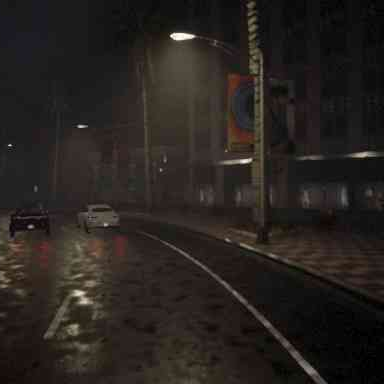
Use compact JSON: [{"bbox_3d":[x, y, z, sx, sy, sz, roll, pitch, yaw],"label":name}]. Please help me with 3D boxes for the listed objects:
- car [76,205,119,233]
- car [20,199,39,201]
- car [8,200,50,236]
[{"bbox_3d":[-5.497,1.453,19.233,1.812,1.442,4.674,0,0,-27],"label":"car"},{"bbox_3d":[-16.281,1.406,33.206,4.902,1.511,2.128,0,0,43],"label":"car"},{"bbox_3d":[-8.882,1.444,18.179,2.128,1.511,4.902,0,0,-27],"label":"car"}]
